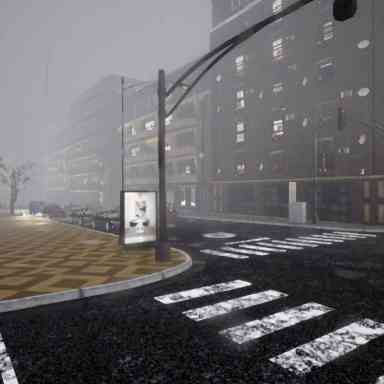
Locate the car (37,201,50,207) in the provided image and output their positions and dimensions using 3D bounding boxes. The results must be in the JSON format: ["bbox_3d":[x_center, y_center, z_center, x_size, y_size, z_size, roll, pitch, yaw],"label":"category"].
[{"bbox_3d":[-34.647,2.735,77.692,1.947,1.339,4.313,-2,0,-36],"label":"car"}]

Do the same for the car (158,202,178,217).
[{"bbox_3d":[-3.201,1.824,34.466,1.967,1.590,4.097,-2,0,-36],"label":"car"}]

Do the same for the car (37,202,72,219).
[{"bbox_3d":[-14.964,2.114,36.064,1.887,1.381,4.507,-2,0,-36],"label":"car"}]

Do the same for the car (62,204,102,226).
[{"bbox_3d":[-8.885,1.969,27.589,2.008,1.369,4.403,-2,0,-36],"label":"car"}]

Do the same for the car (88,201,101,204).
[{"bbox_3d":[-15.054,2.118,50.627,1.967,1.590,4.097,-2,0,-36],"label":"car"}]

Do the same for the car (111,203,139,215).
[{"bbox_3d":[-8.459,2.096,41.648,1.802,1.307,4.206,-2,0,-36],"label":"car"}]

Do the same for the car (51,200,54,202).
[{"bbox_3d":[-25.430,2.469,60.555,1.994,1.385,4.181,-1,-1,-36],"label":"car"}]

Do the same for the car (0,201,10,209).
[{"bbox_3d":[-38.171,2.702,68.267,2.008,1.369,4.403,-2,0,-36],"label":"car"}]

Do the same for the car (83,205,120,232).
[{"bbox_3d":[-5.619,1.887,23.078,2.008,1.369,4.403,-2,0,-36],"label":"car"}]

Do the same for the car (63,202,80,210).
[{"bbox_3d":[-21.585,2.423,59.647,1.802,1.307,4.206,-2,0,-36],"label":"car"}]

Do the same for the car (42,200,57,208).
[{"bbox_3d":[-31.385,2.527,73.180,1.967,1.590,4.097,-2,0,-36],"label":"car"}]

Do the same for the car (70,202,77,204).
[{"bbox_3d":[-18.241,2.289,50.628,1.994,1.385,4.181,-1,-1,-36],"label":"car"}]

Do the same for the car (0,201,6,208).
[{"bbox_3d":[-44.702,2.861,77.290,1.887,1.381,4.507,-2,0,-36],"label":"car"}]

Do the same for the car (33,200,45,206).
[{"bbox_3d":[-37.913,2.796,82.203,1.887,1.381,4.507,-2,0,-36],"label":"car"}]

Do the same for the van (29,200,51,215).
[{"bbox_3d":[-19.884,2.034,42.950,1.690,1.788,3.998,-2,0,-36],"label":"van"}]
